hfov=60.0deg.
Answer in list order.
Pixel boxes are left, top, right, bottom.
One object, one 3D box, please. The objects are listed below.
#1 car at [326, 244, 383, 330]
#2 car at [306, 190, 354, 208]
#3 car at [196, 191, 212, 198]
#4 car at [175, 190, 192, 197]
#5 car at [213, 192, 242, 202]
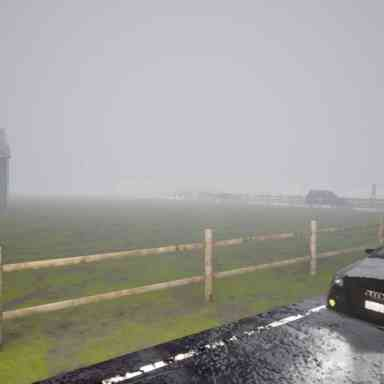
[{"bbox_3d":[4.405,1.565,6.225,4.181,1.385,1.994,0,0,-36],"label":"car"},{"bbox_3d":[16.461,0.811,39.993,2.150,2.045,5.566,0,1,-36],"label":"car"},{"bbox_3d":[2.751,0.597,65.460,1.837,1.490,4.892,0,1,-35],"label":"car"},{"bbox_3d":[-1.814,0.362,71.802,1.837,1.490,4.892,0,1,-36],"label":"car"},{"bbox_3d":[6.074,0.747,54.574,1.882,1.535,5.008,0,1,-35],"label":"car"}]
